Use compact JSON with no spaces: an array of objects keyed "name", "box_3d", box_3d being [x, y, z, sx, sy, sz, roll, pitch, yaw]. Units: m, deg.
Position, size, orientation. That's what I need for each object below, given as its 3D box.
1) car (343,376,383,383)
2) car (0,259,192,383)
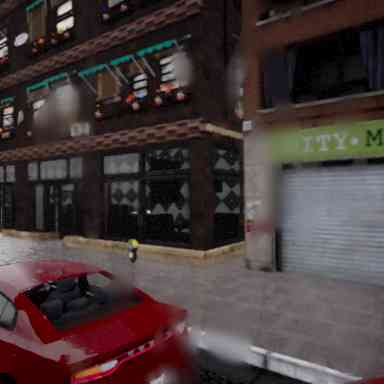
[{"name":"car","box_3d":[2.532,1.536,0.929,4.507,1.381,1.887,0,-1,35]},{"name":"car","box_3d":[-2.106,1.554,4.224,4.507,1.381,1.887,0,-1,35]}]
